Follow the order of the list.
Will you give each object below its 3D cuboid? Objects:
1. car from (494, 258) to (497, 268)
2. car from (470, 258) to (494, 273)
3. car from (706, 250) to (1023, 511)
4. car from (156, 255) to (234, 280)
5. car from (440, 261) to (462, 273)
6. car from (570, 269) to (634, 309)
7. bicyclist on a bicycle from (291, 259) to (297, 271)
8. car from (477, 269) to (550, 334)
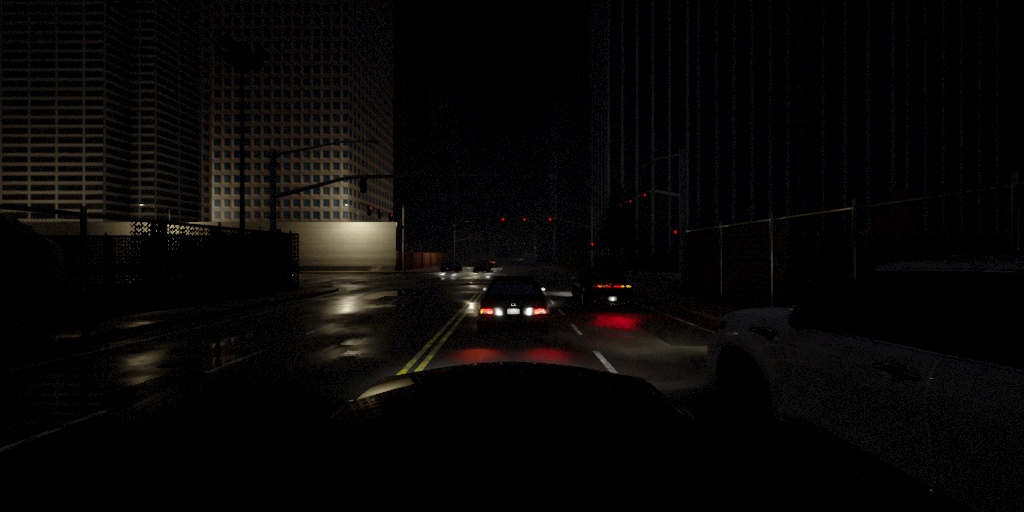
[{"bbox_3d":[-3.583,1.101,59.549,2.097,1.767,4.553,0,0,0],"label":"car"},{"bbox_3d":[-3.601,1.227,43.406,1.882,1.535,5.008,0,0,0],"label":"car"},{"bbox_3d":[3.600,0.972,2.287,2.150,2.045,5.566,0,0,0],"label":"car"},{"bbox_3d":[-26.401,0.915,29.773,5.566,2.045,2.150,0,0,0],"label":"car"},{"bbox_3d":[-7.430,1.314,44.018,1.994,1.385,4.181,0,0,5],"label":"car"},{"bbox_3d":[3.636,1.255,15.026,1.837,1.490,4.892,0,0,2],"label":"car"},{"bbox_3d":[-25.578,0.995,41.753,0.582,1.620,1.656,0,0,0],"label":"bicyclist on a bicycle"},{"bbox_3d":[0.055,1.297,10.600,2.033,1.411,5.357,0,0,1],"label":"car"}]
